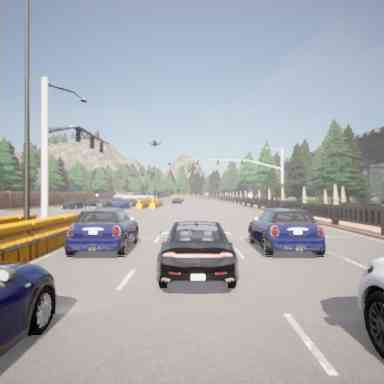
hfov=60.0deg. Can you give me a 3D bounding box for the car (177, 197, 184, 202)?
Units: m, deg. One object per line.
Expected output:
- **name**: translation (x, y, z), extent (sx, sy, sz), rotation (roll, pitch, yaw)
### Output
- **car**: translation (-3.195, 2.101, 91.690), extent (1.895, 1.301, 4.718), rotation (0, 0, 0)

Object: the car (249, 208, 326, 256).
- **car**: translation (3.642, 1.427, 13.526), extent (2.097, 1.767, 4.553), rotation (0, 0, 0)

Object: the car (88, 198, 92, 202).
- **car**: translation (-17.375, 1.827, 58.397), extent (1.837, 1.490, 4.892), rotation (0, 0, 0)

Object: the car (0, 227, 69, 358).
- **car**: translation (-3.385, 1.373, 3.896), extent (2.097, 1.767, 4.553), rotation (0, 0, 0)

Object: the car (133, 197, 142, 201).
- **car**: translation (-10.385, 1.845, 57.927), extent (1.812, 1.442, 4.674), rotation (0, 0, 1)

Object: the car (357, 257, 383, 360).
- **car**: translation (3.613, 1.238, 2.754), extent (2.150, 2.045, 5.566), rotation (0, 0, 0)

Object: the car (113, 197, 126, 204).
- **car**: translation (-17.237, 1.977, 79.314), extent (2.033, 1.411, 5.357), rotation (0, 0, 0)

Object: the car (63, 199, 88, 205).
- **car**: translation (-17.444, 1.775, 48.984), extent (1.837, 1.490, 4.892), rotation (0, 0, 1)

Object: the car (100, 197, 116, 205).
- **car**: translation (-17.272, 1.904, 68.824), extent (2.128, 1.511, 4.902), rotation (0, 0, 0)

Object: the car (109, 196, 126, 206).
- **car**: translation (-13.848, 1.692, 61.718), extent (2.097, 1.767, 4.553), rotation (0, 0, 1)

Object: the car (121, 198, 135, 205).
- **car**: translation (-13.762, 1.948, 71.736), extent (1.994, 1.385, 4.181), rotation (0, 0, 0)

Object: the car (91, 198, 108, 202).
- **car**: translation (-13.898, 1.815, 52.573), extent (1.812, 1.442, 4.674), rotation (0, 0, 1)

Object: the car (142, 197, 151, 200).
- **car**: translation (-10.285, 1.862, 67.289), extent (2.128, 1.511, 4.902), rotation (0, 0, 0)

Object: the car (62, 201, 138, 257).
- **car**: translation (-3.460, 1.426, 13.537), extent (2.097, 1.767, 4.553), rotation (0, 0, -2)

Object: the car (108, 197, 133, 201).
- **car**: translation (-10.425, 1.747, 48.861), extent (1.882, 1.535, 5.008), rotation (0, 0, 0)

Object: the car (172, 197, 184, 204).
- **car**: translation (-3.221, 1.958, 72.812), extent (1.994, 1.385, 4.181), rotation (0, 0, 0)

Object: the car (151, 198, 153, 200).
- **car**: translation (-10.242, 1.952, 77.624), extent (1.812, 1.442, 4.674), rotation (0, 0, 0)

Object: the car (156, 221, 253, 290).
- **car**: translation (0.129, 1.544, 9.242), extent (2.128, 1.511, 4.902), rotation (0, 0, 0)
